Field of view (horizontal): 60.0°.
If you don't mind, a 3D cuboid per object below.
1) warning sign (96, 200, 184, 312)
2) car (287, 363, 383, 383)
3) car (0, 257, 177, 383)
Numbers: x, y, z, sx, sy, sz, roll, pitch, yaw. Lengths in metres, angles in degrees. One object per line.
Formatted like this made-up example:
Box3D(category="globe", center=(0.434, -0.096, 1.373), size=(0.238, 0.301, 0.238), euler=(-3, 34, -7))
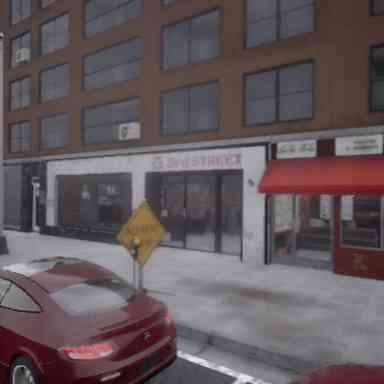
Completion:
Box3D(category="warning sign", center=(-0.992, 1.113, 6.513), size=(1.060, 1.860, 1.300), euler=(1, 0, 35))
Box3D(category="car", center=(2.368, 1.583, 1.382), size=(4.206, 1.307, 1.802), euler=(0, 1, 35))
Box3D(category="car", center=(-2.115, 1.580, 4.579), size=(4.206, 1.307, 1.802), euler=(0, 1, 36))
